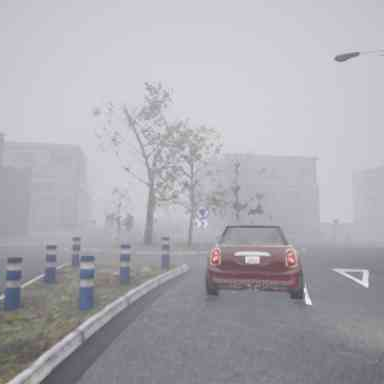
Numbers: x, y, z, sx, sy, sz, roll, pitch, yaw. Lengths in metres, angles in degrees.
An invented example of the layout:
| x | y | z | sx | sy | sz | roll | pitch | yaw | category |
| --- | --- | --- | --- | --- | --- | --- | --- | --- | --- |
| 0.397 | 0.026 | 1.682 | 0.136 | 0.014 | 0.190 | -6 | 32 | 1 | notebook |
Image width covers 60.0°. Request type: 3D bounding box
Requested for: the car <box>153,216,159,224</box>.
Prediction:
| x | y | z | sx | sy | sz | roll | pitch | yaw | category |
| --- | --- | --- | --- | --- | --- | --- | --- | --- | --- |
| -8.595 | 6.359 | 76.000 | 1.837 | 1.490 | 4.892 | 0 | -1 | -1 | car |

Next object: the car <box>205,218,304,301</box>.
| x | y | z | sx | sy | sz | roll | pitch | yaw | category |
| --- | --- | --- | --- | --- | --- | --- | --- | --- | --- |
| 1.697 | 1.593 | 9.027 | 2.097 | 1.767 | 4.553 | -1 | -4 | 12 | car |
